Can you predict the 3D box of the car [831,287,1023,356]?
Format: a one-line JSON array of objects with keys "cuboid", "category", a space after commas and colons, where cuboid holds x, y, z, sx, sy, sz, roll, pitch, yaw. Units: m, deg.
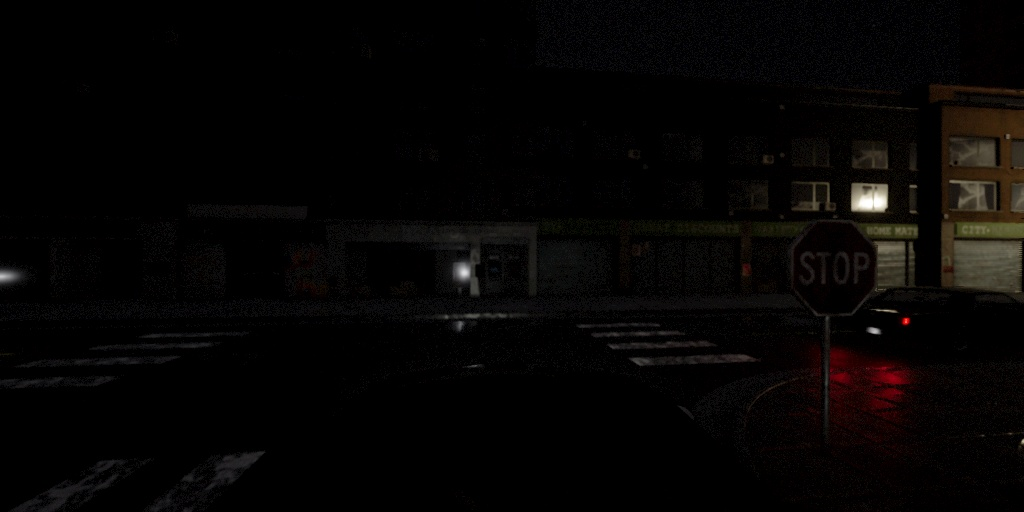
[{"cuboid": [10.334, 1.392, 8.314, 4.718, 1.301, 1.895, 0, 0, -7], "category": "car"}]
